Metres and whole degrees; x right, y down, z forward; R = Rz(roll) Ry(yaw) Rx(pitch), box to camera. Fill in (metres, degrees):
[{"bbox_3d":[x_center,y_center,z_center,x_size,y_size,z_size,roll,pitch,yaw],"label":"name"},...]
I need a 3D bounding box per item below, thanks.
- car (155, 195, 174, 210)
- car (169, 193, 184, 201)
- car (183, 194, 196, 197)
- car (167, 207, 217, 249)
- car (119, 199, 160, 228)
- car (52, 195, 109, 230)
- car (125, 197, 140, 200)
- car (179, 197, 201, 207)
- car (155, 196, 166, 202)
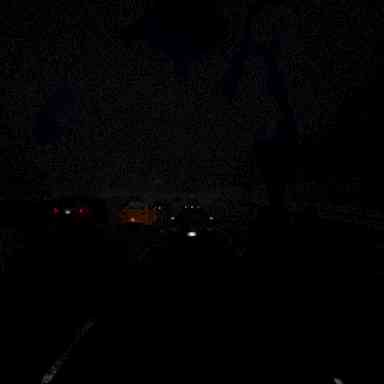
[{"bbox_3d":[-3.494,1.484,38.620,1.837,1.490,4.892,0,0,0],"label":"car"},{"bbox_3d":[-3.491,1.477,73.810,1.994,1.385,4.181,0,0,0],"label":"car"},{"bbox_3d":[0.008,1.431,52.127,1.882,1.535,5.008,0,0,0],"label":"car"},{"bbox_3d":[0.002,1.568,14.624,1.994,1.385,4.181,0,0,0],"label":"car"},{"bbox_3d":[-3.498,1.478,22.143,1.882,1.535,5.008,0,0,0],"label":"car"},{"bbox_3d":[-6.998,1.223,21.432,2.150,2.045,5.566,0,0,0],"label":"car"},{"bbox_3d":[-6.995,1.327,40.062,2.097,1.767,4.553,0,0,0],"label":"car"},{"bbox_3d":[0.005,1.530,35.613,2.033,1.411,5.357,0,0,0],"label":"car"},{"bbox_3d":[-6.991,1.520,73.845,1.895,1.301,4.718,0,0,0],"label":"car"}]
